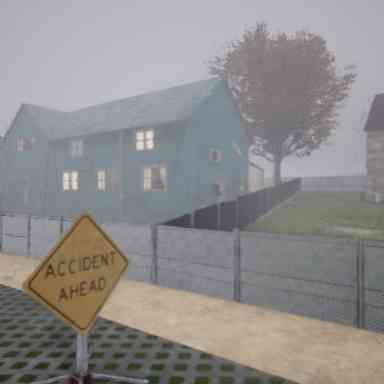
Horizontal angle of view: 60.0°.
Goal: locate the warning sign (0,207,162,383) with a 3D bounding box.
[{"bbox_3d":[-1.155,1.122,3.498,1.060,1.860,1.300,0,0,36],"label":"warning sign"}]
